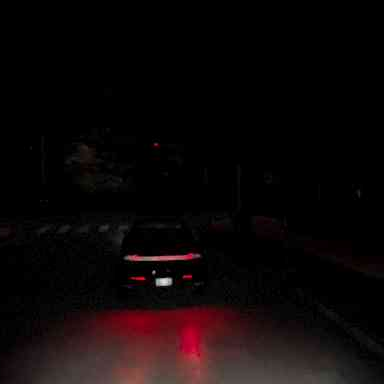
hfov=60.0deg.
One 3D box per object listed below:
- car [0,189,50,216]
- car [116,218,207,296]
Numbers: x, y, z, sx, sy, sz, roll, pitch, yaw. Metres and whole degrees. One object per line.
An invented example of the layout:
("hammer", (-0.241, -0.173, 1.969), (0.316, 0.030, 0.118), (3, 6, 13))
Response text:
("car", (-14.389, 0.817, 26.587), (5.566, 2.045, 2.150), (0, 0, -11))
("car", (-0.849, 1.412, 8.479), (2.128, 1.511, 4.902), (0, 1, -8))
